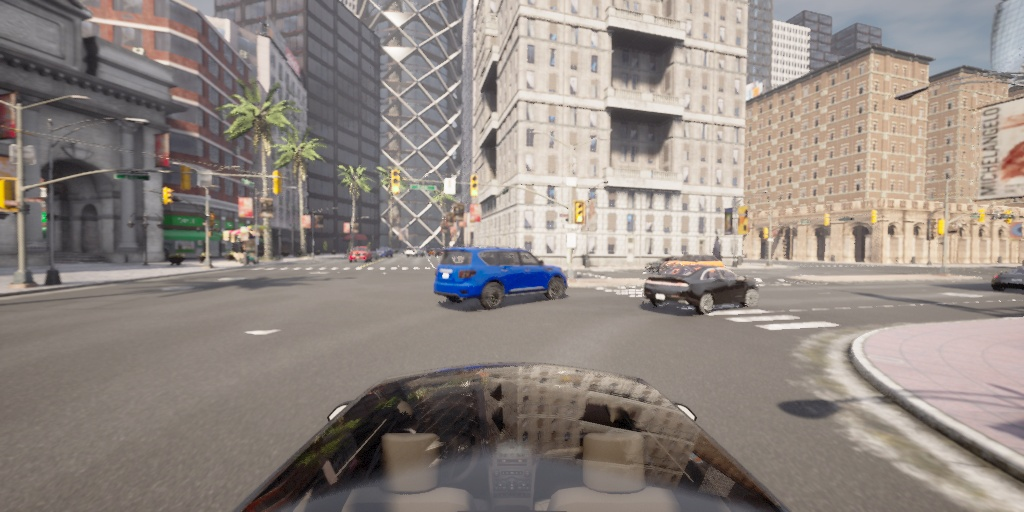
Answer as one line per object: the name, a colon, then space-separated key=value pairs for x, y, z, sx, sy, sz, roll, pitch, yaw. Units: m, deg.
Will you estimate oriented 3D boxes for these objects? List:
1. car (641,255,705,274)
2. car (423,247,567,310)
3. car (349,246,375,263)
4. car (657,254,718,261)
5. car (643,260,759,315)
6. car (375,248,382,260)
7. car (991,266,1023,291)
car: x=13.753 y=0.733 z=30.708 sx=4.892 sy=1.490 sz=1.837 roll=0 pitch=1 yaw=-15
car: x=-0.239 y=0.701 z=13.505 sx=5.566 sy=2.045 sz=2.150 roll=-1 pitch=1 yaw=-45
car: x=-19.662 y=-0.246 z=46.760 sx=2.150 sy=2.045 sz=5.566 roll=0 pitch=1 yaw=-14
car: x=13.521 y=0.662 z=27.021 sx=4.553 sy=1.767 sz=2.097 roll=0 pitch=1 yaw=-15
car: x=6.731 y=1.061 z=12.596 sx=4.902 sy=1.511 sz=2.128 roll=0 pitch=1 yaw=-32
car: x=-22.138 y=-0.146 z=56.367 sx=1.994 sy=1.385 sz=4.181 roll=0 pitch=1 yaw=-14
car: x=27.516 y=1.203 z=18.669 sx=4.181 sy=1.385 sz=1.994 roll=0 pitch=1 yaw=-15
